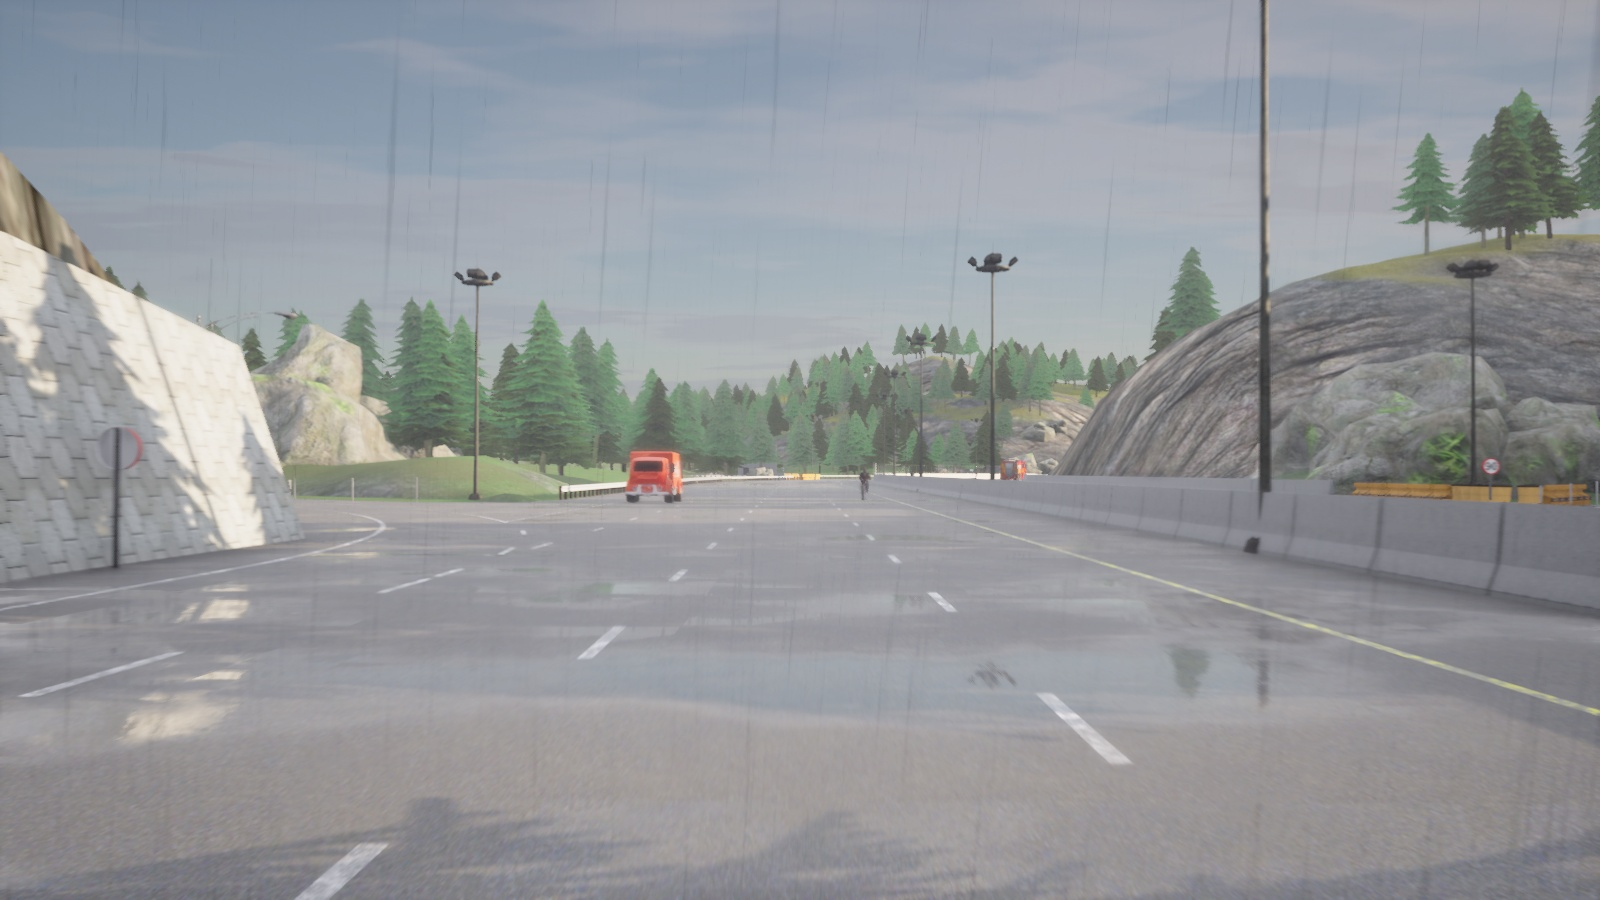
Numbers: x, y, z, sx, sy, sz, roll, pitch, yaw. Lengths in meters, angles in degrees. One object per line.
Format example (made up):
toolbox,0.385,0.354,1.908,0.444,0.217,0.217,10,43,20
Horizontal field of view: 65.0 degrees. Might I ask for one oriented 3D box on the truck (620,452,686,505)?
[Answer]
truck,-7.151,1.385,61.598,2.627,2.467,5.204,0,-1,0
